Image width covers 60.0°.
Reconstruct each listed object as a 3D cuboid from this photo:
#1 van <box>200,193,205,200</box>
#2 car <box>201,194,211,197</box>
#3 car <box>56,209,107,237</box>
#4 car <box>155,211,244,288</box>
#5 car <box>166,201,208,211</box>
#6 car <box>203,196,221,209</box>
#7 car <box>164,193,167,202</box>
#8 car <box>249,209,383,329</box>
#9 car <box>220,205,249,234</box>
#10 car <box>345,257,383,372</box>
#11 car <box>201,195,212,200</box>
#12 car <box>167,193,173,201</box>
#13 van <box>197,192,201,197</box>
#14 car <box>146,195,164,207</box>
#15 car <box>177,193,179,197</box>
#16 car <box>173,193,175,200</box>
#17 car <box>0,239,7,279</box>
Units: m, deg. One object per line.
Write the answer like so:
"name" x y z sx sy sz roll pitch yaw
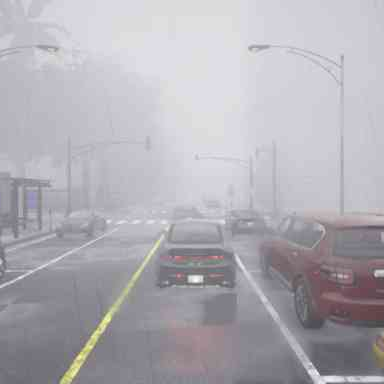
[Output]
"van" 2.827 1.276 60.416 1.690 1.788 3.998 0 0 0
"car" 2.822 1.468 55.166 1.752 1.417 4.829 0 0 0
"car" -5.746 1.568 17.746 1.802 1.307 4.206 0 0 0
"car" 0.088 1.500 9.168 1.837 1.490 4.892 0 0 0
"car" -0.500 1.546 21.768 1.994 1.385 4.181 0 0 -9
"car" 2.810 1.523 44.155 1.947 1.339 4.313 0 0 0
"car" -5.704 1.383 55.025 1.967 1.590 4.097 0 0 0
"car" 2.766 1.310 6.867 2.192 1.841 5.009 0 0 0
"car" 2.780 1.552 17.718 1.947 1.339 4.313 0 0 0
"car" 2.762 1.524 1.612 1.752 1.417 4.829 0 0 0
"car" 2.816 1.516 49.575 1.947 1.339 4.313 0 0 0
"car" -5.685 1.357 71.286 1.967 1.590 4.097 0 0 0
"van" 2.852 1.237 82.097 1.690 1.788 3.998 0 0 0
"car" -5.709 1.501 49.605 2.008 1.369 4.403 0 0 0
"car" -5.661 1.187 92.967 2.192 1.841 5.009 0 0 0
"car" -5.679 1.221 76.706 2.192 1.841 5.009 0 0 0
"car" -5.758 1.435 6.893 1.967 1.590 4.097 0 0 0
